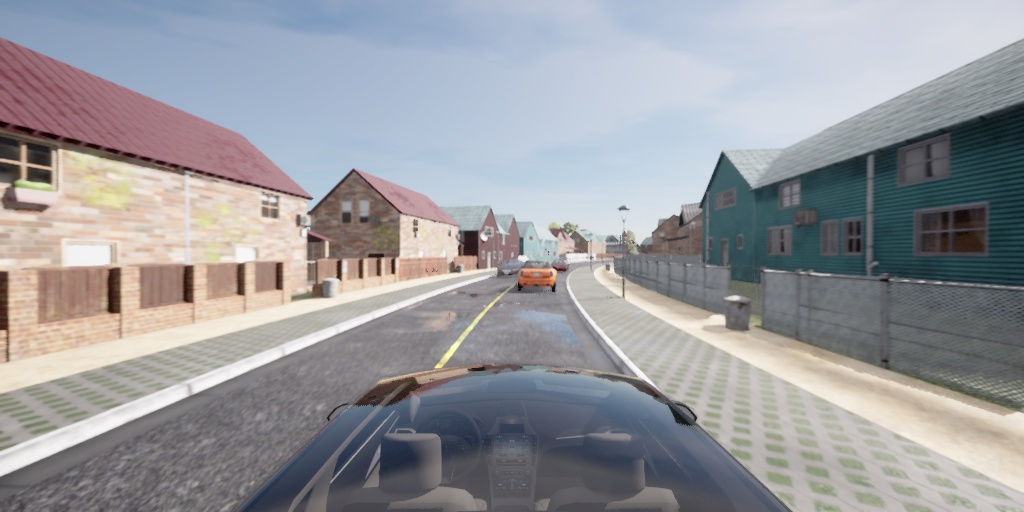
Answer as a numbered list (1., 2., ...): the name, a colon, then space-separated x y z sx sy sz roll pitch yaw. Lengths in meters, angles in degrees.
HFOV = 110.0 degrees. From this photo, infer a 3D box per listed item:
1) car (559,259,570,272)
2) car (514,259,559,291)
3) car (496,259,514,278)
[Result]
1. car: 5.359 1.057 40.278 1.994 1.385 4.181 0 0 15
2. car: 1.553 0.982 21.042 2.097 1.767 4.553 0 0 7
3. car: 0.022 1.046 30.155 2.128 1.511 4.902 0 0 11
